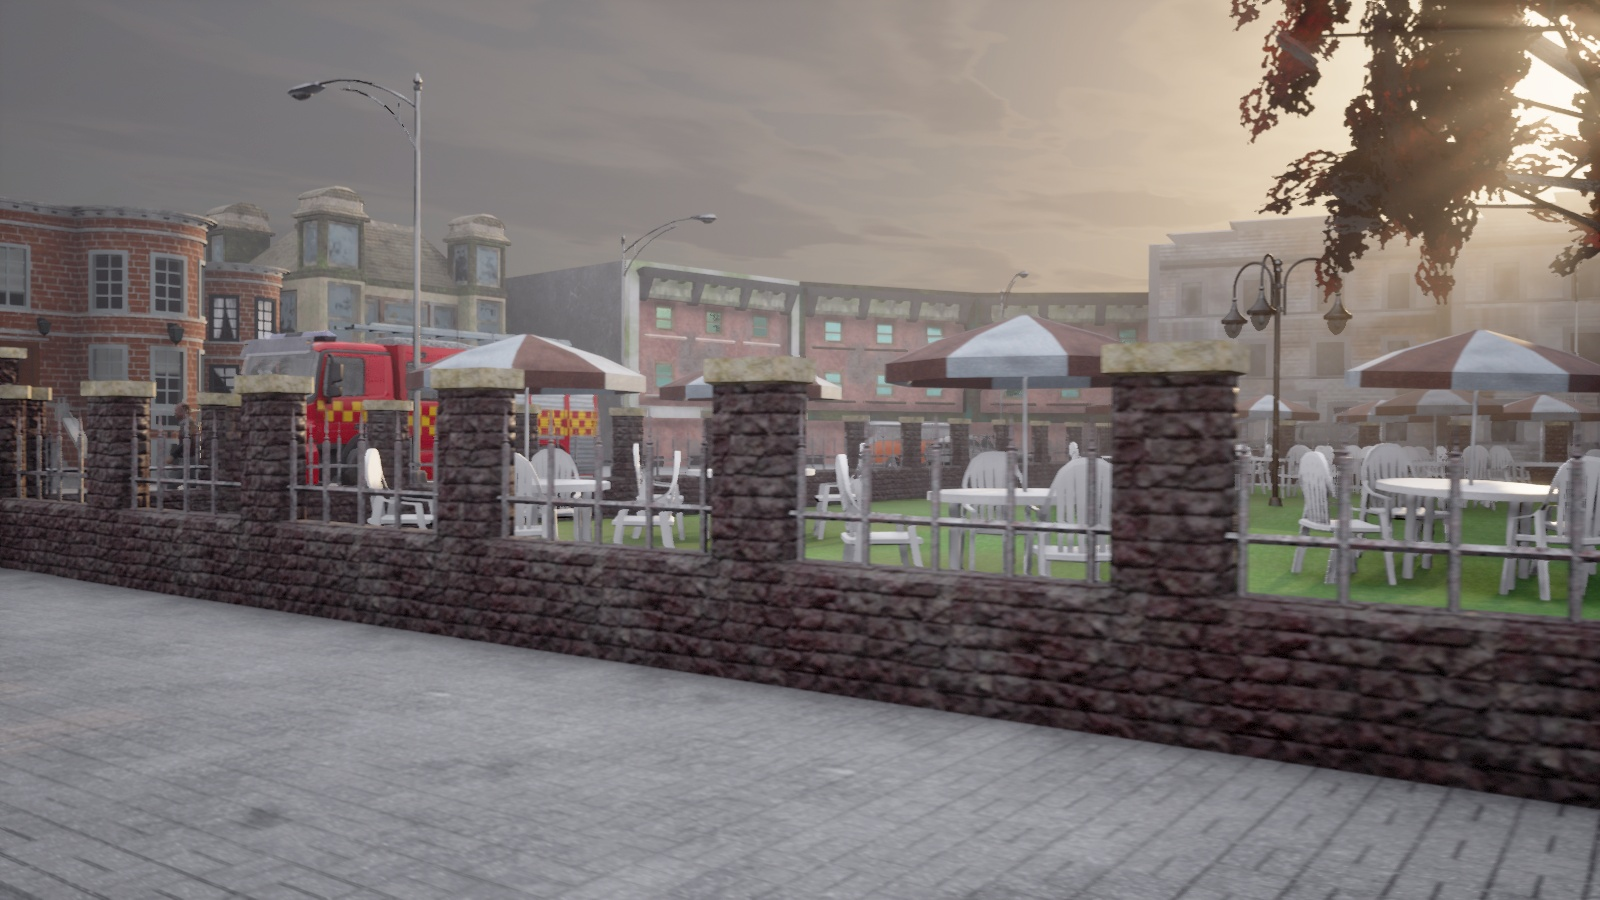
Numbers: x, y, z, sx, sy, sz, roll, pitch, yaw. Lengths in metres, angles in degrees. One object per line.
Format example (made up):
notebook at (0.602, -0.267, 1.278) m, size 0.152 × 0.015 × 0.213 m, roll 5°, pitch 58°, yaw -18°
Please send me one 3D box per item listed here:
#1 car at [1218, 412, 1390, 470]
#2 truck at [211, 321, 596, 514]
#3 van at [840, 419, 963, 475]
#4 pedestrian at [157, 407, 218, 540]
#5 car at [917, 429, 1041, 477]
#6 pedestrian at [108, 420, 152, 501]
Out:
car at (18.588, -0.331, 46.440) m, size 5.566 × 2.045 × 2.150 m, roll 0°, pitch 1°, yaw 35°
truck at (-8.814, -0.711, 29.204) m, size 2.891 × 3.827 × 8.468 m, roll 0°, pitch 1°, yaw 35°
van at (3.769, -0.140, 46.379) m, size 4.442 × 1.987 × 1.775 m, roll -1°, pitch 1°, yaw -37°
pedestrian at (-8.723, 0.320, 17.878) m, size 0.720 × 1.854 × 0.376 m, roll -1°, pitch 1°, yaw -31°
car at (6.214, 0.069, 43.174) m, size 2.007 × 1.525 × 4.514 m, roll 0°, pitch 1°, yaw 42°
pedestrian at (-15.399, 0.237, 28.859) m, size 0.540 × 1.848 × 0.694 m, roll 0°, pitch 1°, yaw 32°
